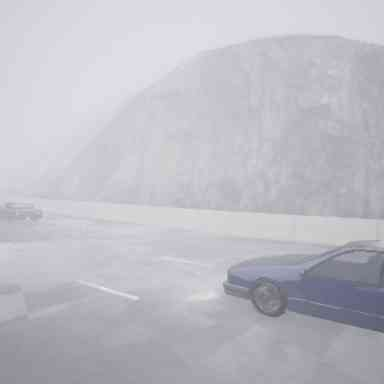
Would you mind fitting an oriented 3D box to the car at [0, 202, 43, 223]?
[{"bbox_3d":[-12.110,1.353,22.774,4.718,1.301,1.895,1,0,43],"label":"car"}]

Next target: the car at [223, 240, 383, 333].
[{"bbox_3d":[3.216,1.578,5.680,5.357,1.411,2.033,1,0,37],"label":"car"}]
